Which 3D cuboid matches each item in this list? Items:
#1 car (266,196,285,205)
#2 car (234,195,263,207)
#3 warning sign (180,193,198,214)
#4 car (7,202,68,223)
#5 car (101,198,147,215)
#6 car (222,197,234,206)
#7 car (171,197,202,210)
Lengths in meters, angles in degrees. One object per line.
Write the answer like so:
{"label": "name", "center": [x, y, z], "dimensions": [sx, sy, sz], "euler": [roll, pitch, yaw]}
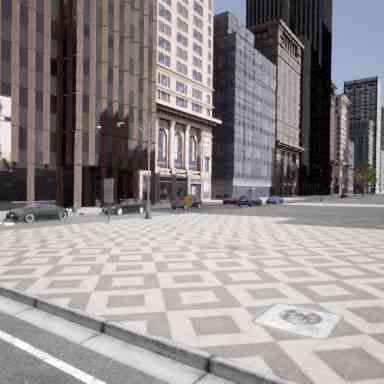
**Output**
{"label": "car", "center": [13.943, 1.362, 55.474], "dimensions": [1.994, 1.385, 4.181], "euler": [1, 1, 35]}
{"label": "car", "center": [8.342, 1.193, 47.469], "dimensions": [2.097, 1.767, 4.553], "euler": [1, 1, 36]}
{"label": "warning sign", "center": [-0.265, 1.077, 30.688], "dimensions": [1.300, 1.860, 1.060], "euler": [1, 1, 35]}
{"label": "car", "center": [-11.470, 1.470, 24.932], "dimensions": [1.994, 1.385, 4.181], "euler": [1, 1, 35]}
{"label": "car", "center": [-6.458, 1.377, 32.008], "dimensions": [1.837, 1.490, 4.892], "euler": [1, 1, 35]}
{"label": "car", "center": [6.416, 1.385, 50.090], "dimensions": [1.895, 1.301, 4.718], "euler": [1, 1, 36]}
{"label": "car", "center": [-0.601, 1.337, 40.276], "dimensions": [1.837, 1.490, 4.892], "euler": [1, 1, 35]}
